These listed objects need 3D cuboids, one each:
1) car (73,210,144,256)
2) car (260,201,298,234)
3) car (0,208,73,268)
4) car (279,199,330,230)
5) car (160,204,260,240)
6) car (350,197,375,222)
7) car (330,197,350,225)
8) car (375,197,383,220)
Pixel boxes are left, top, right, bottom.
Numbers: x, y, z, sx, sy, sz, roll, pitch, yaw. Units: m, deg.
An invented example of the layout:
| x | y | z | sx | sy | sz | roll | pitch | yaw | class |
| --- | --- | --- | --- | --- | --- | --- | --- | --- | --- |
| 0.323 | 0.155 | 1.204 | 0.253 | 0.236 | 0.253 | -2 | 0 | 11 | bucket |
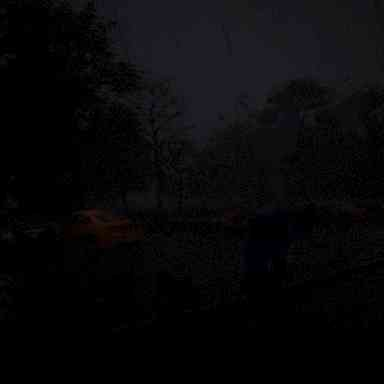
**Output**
| x | y | z | sx | sy | sz | roll | pitch | yaw | class |
| --- | --- | --- | --- | --- | --- | --- | --- | --- | --- |
| -4.166 | 1.473 | 13.146 | 5.008 | 1.535 | 2.097 | -1 | 0 | 34 | car |
| 3.001 | 1.426 | 18.432 | 4.792 | 1.488 | 2.163 | -1 | -1 | 33 | car |
| -6.550 | 1.372 | 11.396 | 4.553 | 1.767 | 2.185 | -1 | 0 | 34 | car |
| 5.333 | 1.372 | 20.230 | 5.008 | 1.535 | 2.097 | -1 | 0 | 33 | car |
| 0.570 | 1.453 | 16.683 | 4.792 | 1.488 | 2.163 | -1 | 0 | 33 | car |
| 9.855 | 1.322 | 23.956 | 5.366 | 1.575 | 1.946 | -1 | 0 | 32 | car |
| 7.651 | 1.222 | 22.062 | 4.553 | 1.767 | 2.185 | -1 | -1 | 33 | car |
| 12.363 | 1.171 | 25.675 | 4.553 | 1.767 | 2.185 | -1 | 0 | 32 | car |
